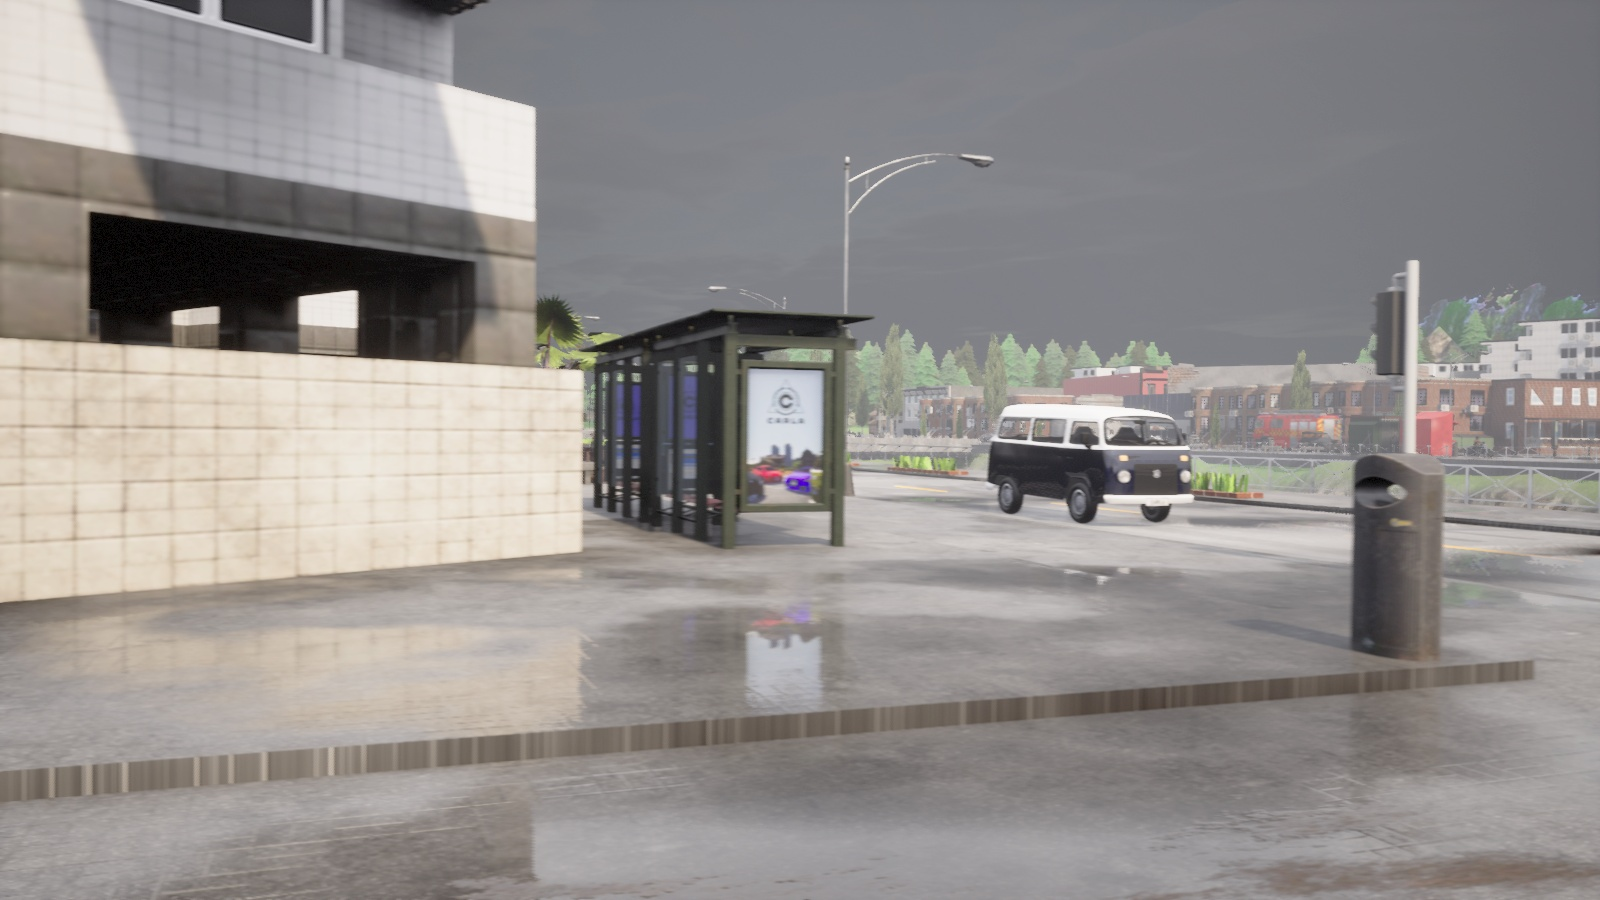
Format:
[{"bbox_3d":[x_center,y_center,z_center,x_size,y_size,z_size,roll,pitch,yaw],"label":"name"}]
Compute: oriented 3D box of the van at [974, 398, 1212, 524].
[{"bbox_3d":[5.131,0.091,22.734,2.069,2.038,4.480,-1,2,-20],"label":"van"}]
